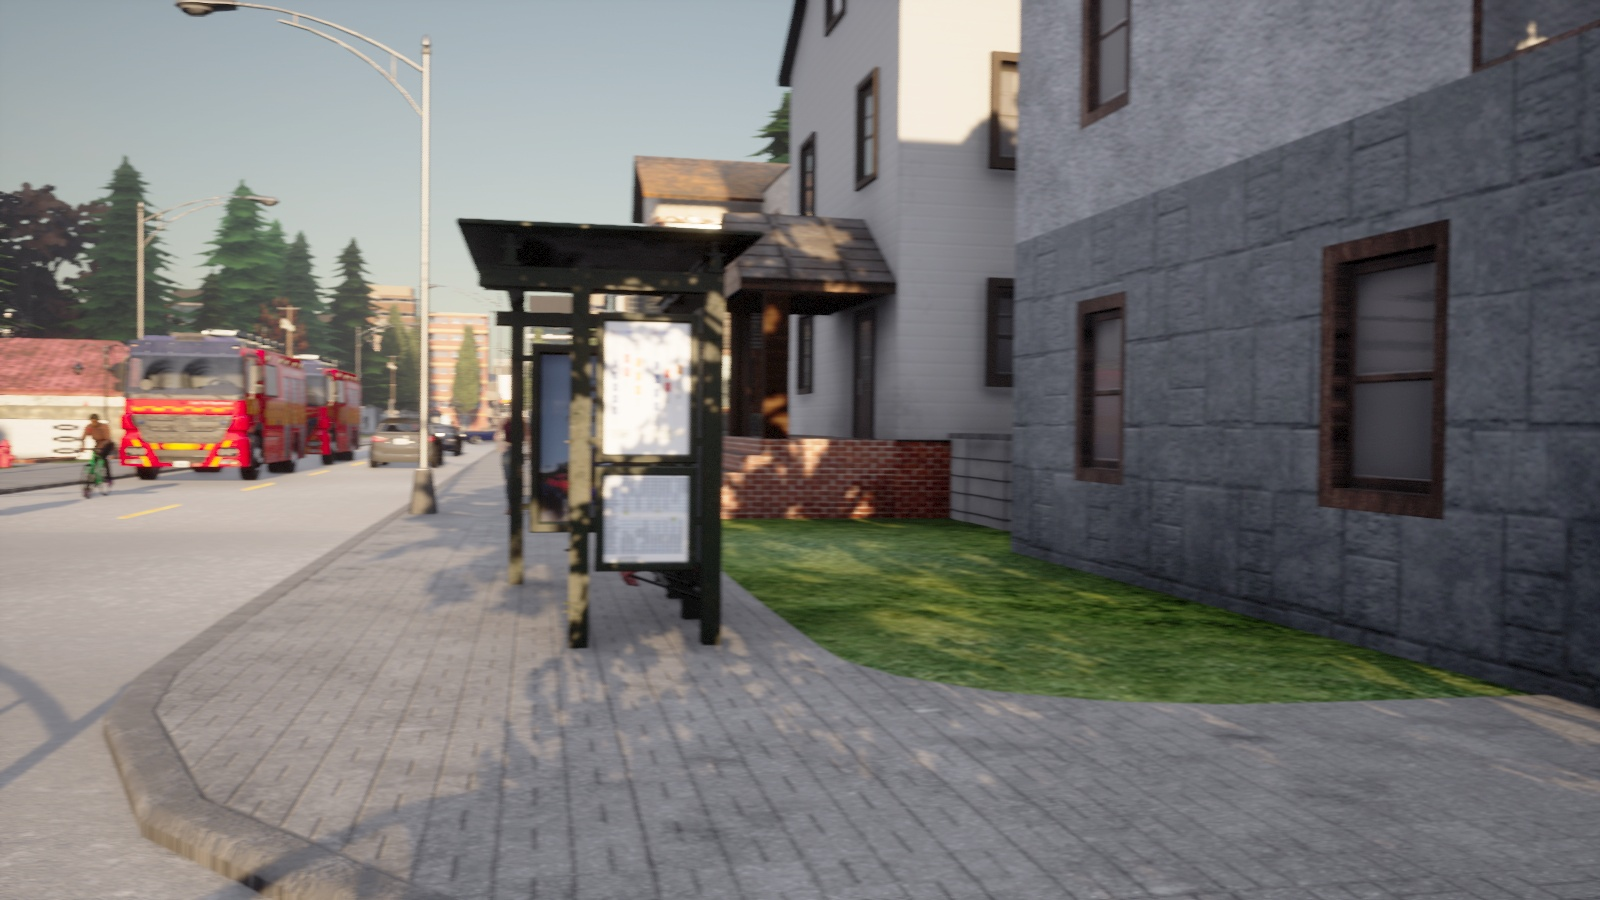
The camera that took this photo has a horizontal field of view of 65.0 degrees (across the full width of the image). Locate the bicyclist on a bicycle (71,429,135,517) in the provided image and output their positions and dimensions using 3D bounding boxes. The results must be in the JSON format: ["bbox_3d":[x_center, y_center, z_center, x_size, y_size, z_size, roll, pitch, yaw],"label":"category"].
[{"bbox_3d":[-13.456,0.414,24.276,0.582,1.620,1.656,-1,1,-12],"label":"bicyclist on a bicycle"}]

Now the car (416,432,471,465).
[{"bbox_3d":[-16.220,-0.097,57.307,2.033,1.411,5.357,-1,1,-12],"label":"car"}]

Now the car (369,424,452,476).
[{"bbox_3d":[-13.248,-0.053,42.972,2.242,1.667,4.611,-1,1,-12],"label":"car"}]

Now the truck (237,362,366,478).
[{"bbox_3d":[-17.925,-1.072,45.753,2.891,3.827,8.468,-1,1,-12],"label":"truck"}]

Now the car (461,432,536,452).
[{"bbox_3d":[-20.844,-0.565,86.826,4.718,1.301,1.895,-1,1,-28],"label":"car"}]

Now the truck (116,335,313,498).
[{"bbox_3d":[-15.472,-0.869,33.920,2.891,3.827,8.468,-1,1,-12],"label":"truck"}]

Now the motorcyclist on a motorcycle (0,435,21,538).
[{"bbox_3d":[-12.211,0.546,18.273,0.797,1.523,2.044,-1,1,-11],"label":"motorcyclist on a motorcycle"}]

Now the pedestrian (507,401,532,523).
[{"bbox_3d":[-4.319,0.178,19.327,0.345,1.836,0.594,-1,1,-12],"label":"pedestrian"}]
